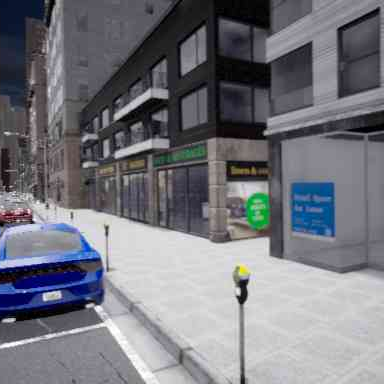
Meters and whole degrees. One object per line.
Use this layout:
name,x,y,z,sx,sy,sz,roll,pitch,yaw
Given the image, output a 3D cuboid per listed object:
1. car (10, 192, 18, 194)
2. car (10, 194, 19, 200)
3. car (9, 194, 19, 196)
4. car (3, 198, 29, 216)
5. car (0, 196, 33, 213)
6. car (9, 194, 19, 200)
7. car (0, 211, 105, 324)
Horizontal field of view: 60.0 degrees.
car,-39.548,1.044,73.941,1.967,1.590,4.097,-2,1,-28
car,-42.185,1.111,78.859,1.752,1.417,4.829,-2,1,-28
car,-21.975,1.316,41.279,1.947,1.339,4.313,-2,1,-28
car,-16.755,1.353,31.594,2.008,1.369,4.403,-2,1,-28
car,-11.536,1.297,21.907,1.967,1.590,4.097,-2,1,-28
car,-44.661,1.121,83.475,2.008,1.369,4.403,-2,1,-28
car,-3.299,1.412,7.227,1.882,1.535,5.008,-2,1,-28
